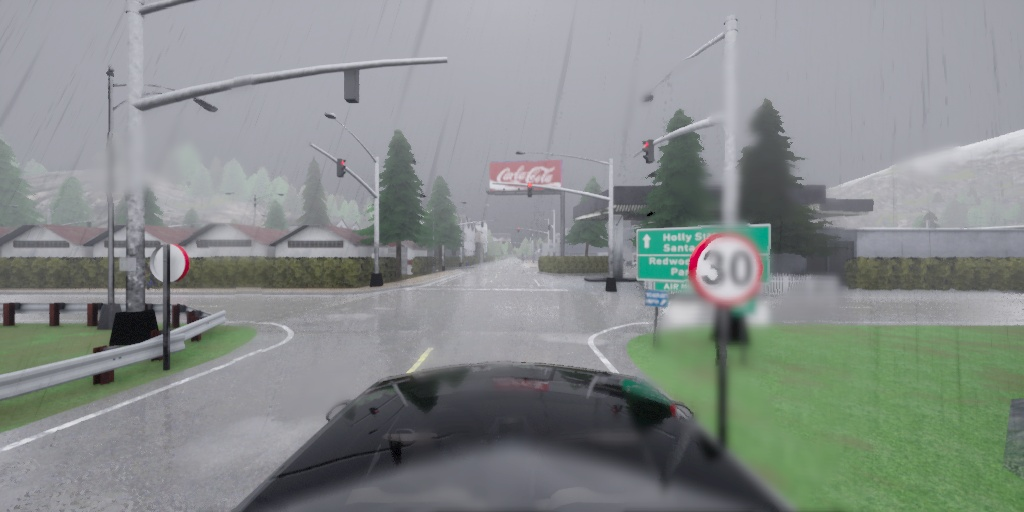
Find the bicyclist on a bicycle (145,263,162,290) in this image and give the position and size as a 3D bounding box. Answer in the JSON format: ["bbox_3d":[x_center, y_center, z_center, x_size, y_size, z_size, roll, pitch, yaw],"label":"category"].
[{"bbox_3d":[-21.677,1.242,21.354,0.582,1.620,1.656,0,0,1],"label":"bicyclist on a bicycle"}]
